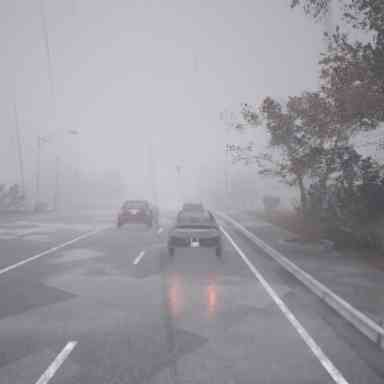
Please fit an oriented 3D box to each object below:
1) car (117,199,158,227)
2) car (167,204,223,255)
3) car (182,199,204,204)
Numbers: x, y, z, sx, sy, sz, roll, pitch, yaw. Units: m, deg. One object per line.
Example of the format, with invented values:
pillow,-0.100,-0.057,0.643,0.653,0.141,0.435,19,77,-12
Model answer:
car,-3.406,1.231,21.653,2.097,1.767,4.553,0,0,0
car,0.097,1.418,12.850,2.128,1.511,4.902,0,0,0
car,0.092,1.398,30.204,1.882,1.535,5.008,0,-1,0
